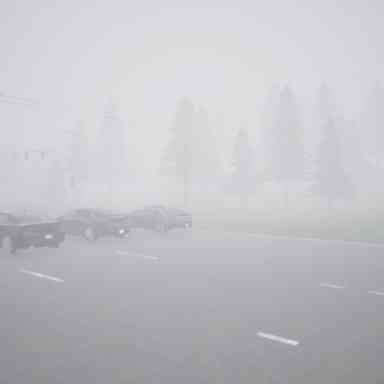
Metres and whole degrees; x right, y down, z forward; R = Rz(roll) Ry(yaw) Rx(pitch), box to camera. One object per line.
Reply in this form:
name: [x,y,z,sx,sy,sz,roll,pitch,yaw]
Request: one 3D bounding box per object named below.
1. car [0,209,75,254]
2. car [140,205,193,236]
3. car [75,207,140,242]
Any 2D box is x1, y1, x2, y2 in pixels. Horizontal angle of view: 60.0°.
car: [-7.161,1.449,13.389,5.008,1.535,1.882,0,0,36]
car: [-2.222,1.466,18.463,4.902,1.511,2.128,0,0,36]
car: [-5.096,1.478,16.215,4.892,1.490,1.837,0,0,36]
